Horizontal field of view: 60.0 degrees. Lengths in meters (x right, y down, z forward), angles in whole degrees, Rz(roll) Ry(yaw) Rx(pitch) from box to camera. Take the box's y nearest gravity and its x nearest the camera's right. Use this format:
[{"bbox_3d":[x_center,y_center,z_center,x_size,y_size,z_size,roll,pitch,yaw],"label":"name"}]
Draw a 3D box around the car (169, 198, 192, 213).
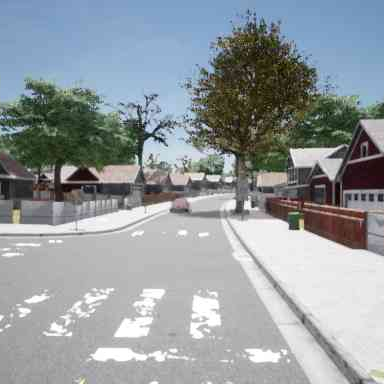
[{"bbox_3d":[-1.166,1.404,34.896,1.812,1.442,4.674,0,1,5],"label":"car"}]
